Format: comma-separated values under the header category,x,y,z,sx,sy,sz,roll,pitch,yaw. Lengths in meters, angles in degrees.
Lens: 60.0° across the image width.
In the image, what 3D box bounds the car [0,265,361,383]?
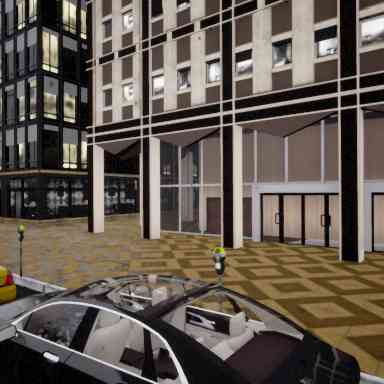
category,x,y,z,sx,sy,sz,roll,pitch,yaw
car,-0.680,1.551,3.367,4.403,1.369,2.008,0,0,36
